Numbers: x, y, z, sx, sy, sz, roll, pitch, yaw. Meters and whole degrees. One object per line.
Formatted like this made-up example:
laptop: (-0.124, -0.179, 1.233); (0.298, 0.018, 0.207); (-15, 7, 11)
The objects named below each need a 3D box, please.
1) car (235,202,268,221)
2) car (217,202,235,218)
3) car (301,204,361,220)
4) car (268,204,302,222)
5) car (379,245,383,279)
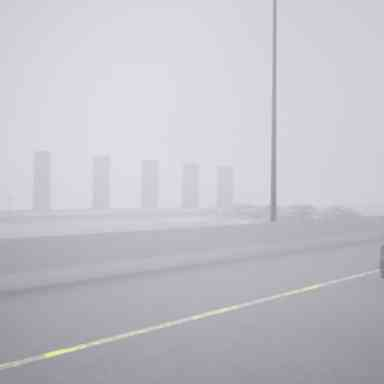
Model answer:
car: (6.809, 1.818, 30.627); (5.357, 1.411, 2.033); (1, 0, -37)
car: (4.712, 1.762, 33.428); (4.902, 1.511, 2.128); (1, -1, -37)
car: (10.742, 1.761, 24.828); (4.902, 1.511, 2.128); (1, -1, -37)
car: (8.916, 1.778, 27.832); (4.892, 1.490, 1.837); (1, -1, -37)
car: (6.807, 1.599, 8.633); (5.008, 1.535, 1.882); (1, 0, -36)
